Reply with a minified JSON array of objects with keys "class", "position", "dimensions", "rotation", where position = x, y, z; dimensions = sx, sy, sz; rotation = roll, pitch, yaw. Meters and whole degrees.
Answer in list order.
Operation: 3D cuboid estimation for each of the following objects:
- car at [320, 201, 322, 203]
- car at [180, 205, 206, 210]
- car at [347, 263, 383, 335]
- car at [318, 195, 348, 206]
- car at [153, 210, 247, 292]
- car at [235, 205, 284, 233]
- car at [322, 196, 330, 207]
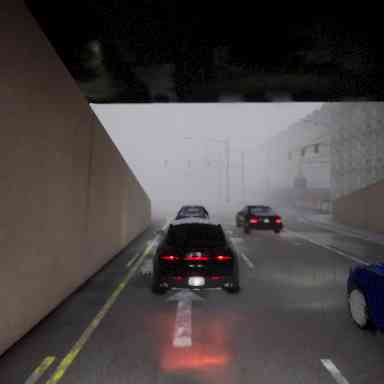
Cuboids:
[{"class":"car","position":[17.525,1.165,41.139],"dimensions":[2.038,1.542,4.974],"rotation":[0,1,45]},{"class":"car","position":[0.061,1.418,18.555],"dimensions":[2.033,1.411,5.357],"rotation":[0,0,3]},{"class":"car","position":[3.571,1.450,3.706],"dimensions":[1.882,1.535,5.008],"rotation":[0,1,0]},{"class":"car","position":[17.561,1.007,41.175],"dimensions":[1.853,1.218,4.536],"rotation":[0,1,45]},{"class":"car","position":[0.087,1.443,8.766],"dimensions":[1.837,1.490,4.892],"rotation":[0,0,0]},{"class":"car","position":[3.593,1.417,18.550],"dimensions":[2.033,1.411,5.357],"rotation":[0,0,0]},{"class":"car","position":[17.422,1.197,36.532],"dimensions":[2.038,1.542,4.974],"rotation":[0,0,-35]}]
